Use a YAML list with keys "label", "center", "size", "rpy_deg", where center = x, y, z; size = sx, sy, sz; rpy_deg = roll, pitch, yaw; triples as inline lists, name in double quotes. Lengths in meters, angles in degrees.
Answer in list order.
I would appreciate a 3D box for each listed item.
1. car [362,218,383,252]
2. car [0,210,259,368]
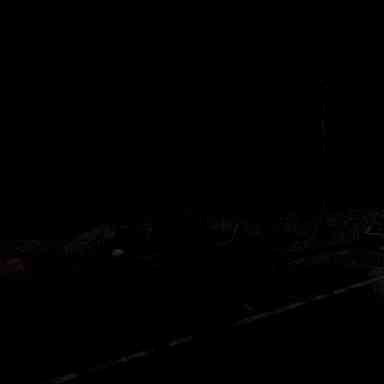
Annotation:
- label: "car"
  center: [8.134, 1.387, 12.452]
  size: [4.097, 1.590, 1.967]
  rpy_deg: [0, 0, -36]
- label: "car"
  center: [-0.999, 1.305, 5.934]
  size: [5.009, 1.841, 2.192]
  rpy_deg: [0, 0, -36]
